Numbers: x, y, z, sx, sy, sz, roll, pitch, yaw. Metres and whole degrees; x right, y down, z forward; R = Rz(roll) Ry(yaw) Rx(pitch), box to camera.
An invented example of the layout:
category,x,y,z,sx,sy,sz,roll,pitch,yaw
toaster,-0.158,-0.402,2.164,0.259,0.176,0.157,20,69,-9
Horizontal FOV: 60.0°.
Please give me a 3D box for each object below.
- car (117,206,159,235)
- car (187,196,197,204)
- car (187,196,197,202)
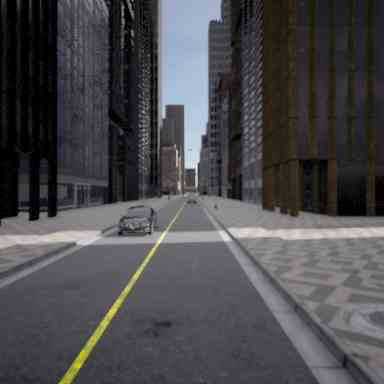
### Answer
category,x,y,z,sx,sy,sz,roll,pitch,yaw
car,-3.005,1.588,19.251,1.837,1.490,4.892,0,0,0
car,-0.017,1.736,66.530,1.895,1.301,4.718,0,0,0
car,-0.020,1.587,76.609,2.128,1.511,4.902,0,0,0
